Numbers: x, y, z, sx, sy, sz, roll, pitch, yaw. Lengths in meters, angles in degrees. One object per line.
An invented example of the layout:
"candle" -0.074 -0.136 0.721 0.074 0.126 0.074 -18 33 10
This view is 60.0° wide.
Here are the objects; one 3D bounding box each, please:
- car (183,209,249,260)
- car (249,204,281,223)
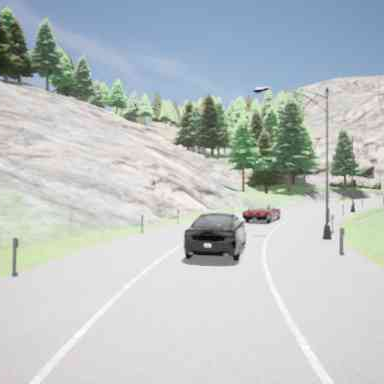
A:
"car" 1.035 1.535 12.981 1.882 1.535 5.008 0 0 13
"car" 5.435 1.581 25.437 1.895 1.301 4.718 0 1 27
